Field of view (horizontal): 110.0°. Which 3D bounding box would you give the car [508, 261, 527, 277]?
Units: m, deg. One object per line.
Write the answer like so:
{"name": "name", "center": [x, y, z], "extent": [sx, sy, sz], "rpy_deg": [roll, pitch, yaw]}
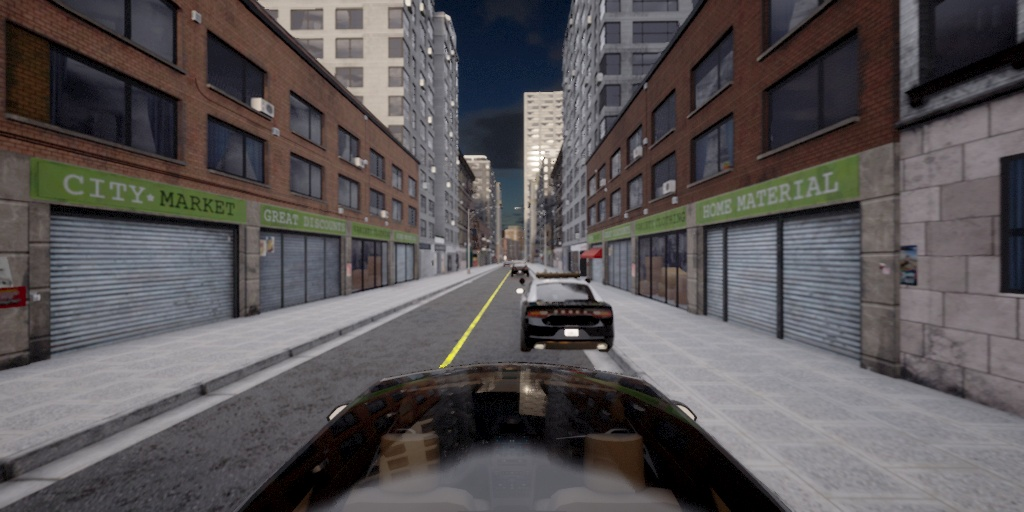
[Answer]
{"name": "car", "center": [0.868, 1.462, 38.503], "extent": [1.882, 1.535, 5.008], "rpy_deg": [0, 0, 1]}

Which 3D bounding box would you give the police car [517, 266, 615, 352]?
{"name": "police car", "center": [1.148, 1.218, 9.169], "extent": [1.930, 1.638, 5.238], "rpy_deg": [0, 0, 1]}
